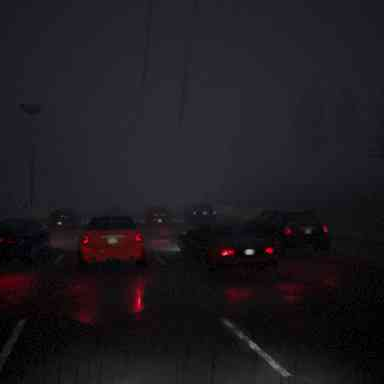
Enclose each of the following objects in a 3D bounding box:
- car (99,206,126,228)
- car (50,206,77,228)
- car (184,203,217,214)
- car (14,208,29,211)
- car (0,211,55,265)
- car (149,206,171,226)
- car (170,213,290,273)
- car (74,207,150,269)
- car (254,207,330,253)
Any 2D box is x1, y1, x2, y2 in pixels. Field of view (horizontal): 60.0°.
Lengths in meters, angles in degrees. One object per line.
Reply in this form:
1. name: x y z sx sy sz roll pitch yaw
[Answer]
1. car: -6.347 1.948 26.948 1.812 1.442 4.674 0 -1 -10
2. car: -9.656 1.946 25.584 1.837 1.490 4.892 -1 0 -10
3. car: 0.627 1.708 27.711 2.097 1.767 4.553 0 -1 -10
4. car: -27.154 2.373 55.603 2.097 1.767 4.553 -1 -1 -2
5. car: -6.632 1.714 12.461 1.882 1.535 5.008 0 0 -14
6. car: -2.815 1.892 27.073 1.837 1.490 4.892 -1 0 -10
7. car: 0.897 1.687 11.283 2.033 1.411 5.357 0 -1 -15
8. car: -2.967 1.545 12.268 2.097 1.767 4.553 0 -1 -15
9. car: 3.743 1.499 14.269 2.097 1.767 4.553 0 -1 -15
